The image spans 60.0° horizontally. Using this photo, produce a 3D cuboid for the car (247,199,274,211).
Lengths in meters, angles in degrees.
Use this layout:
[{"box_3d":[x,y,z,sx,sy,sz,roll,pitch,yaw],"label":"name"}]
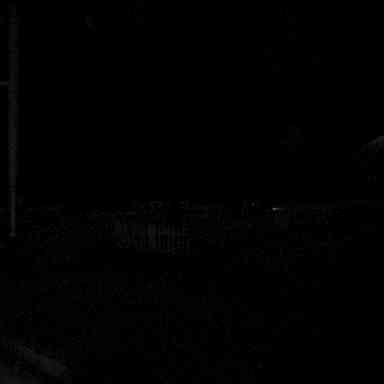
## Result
[{"box_3d":[8.760,1.635,42.549,2.033,1.411,5.357,0,0,32],"label":"car"}]
